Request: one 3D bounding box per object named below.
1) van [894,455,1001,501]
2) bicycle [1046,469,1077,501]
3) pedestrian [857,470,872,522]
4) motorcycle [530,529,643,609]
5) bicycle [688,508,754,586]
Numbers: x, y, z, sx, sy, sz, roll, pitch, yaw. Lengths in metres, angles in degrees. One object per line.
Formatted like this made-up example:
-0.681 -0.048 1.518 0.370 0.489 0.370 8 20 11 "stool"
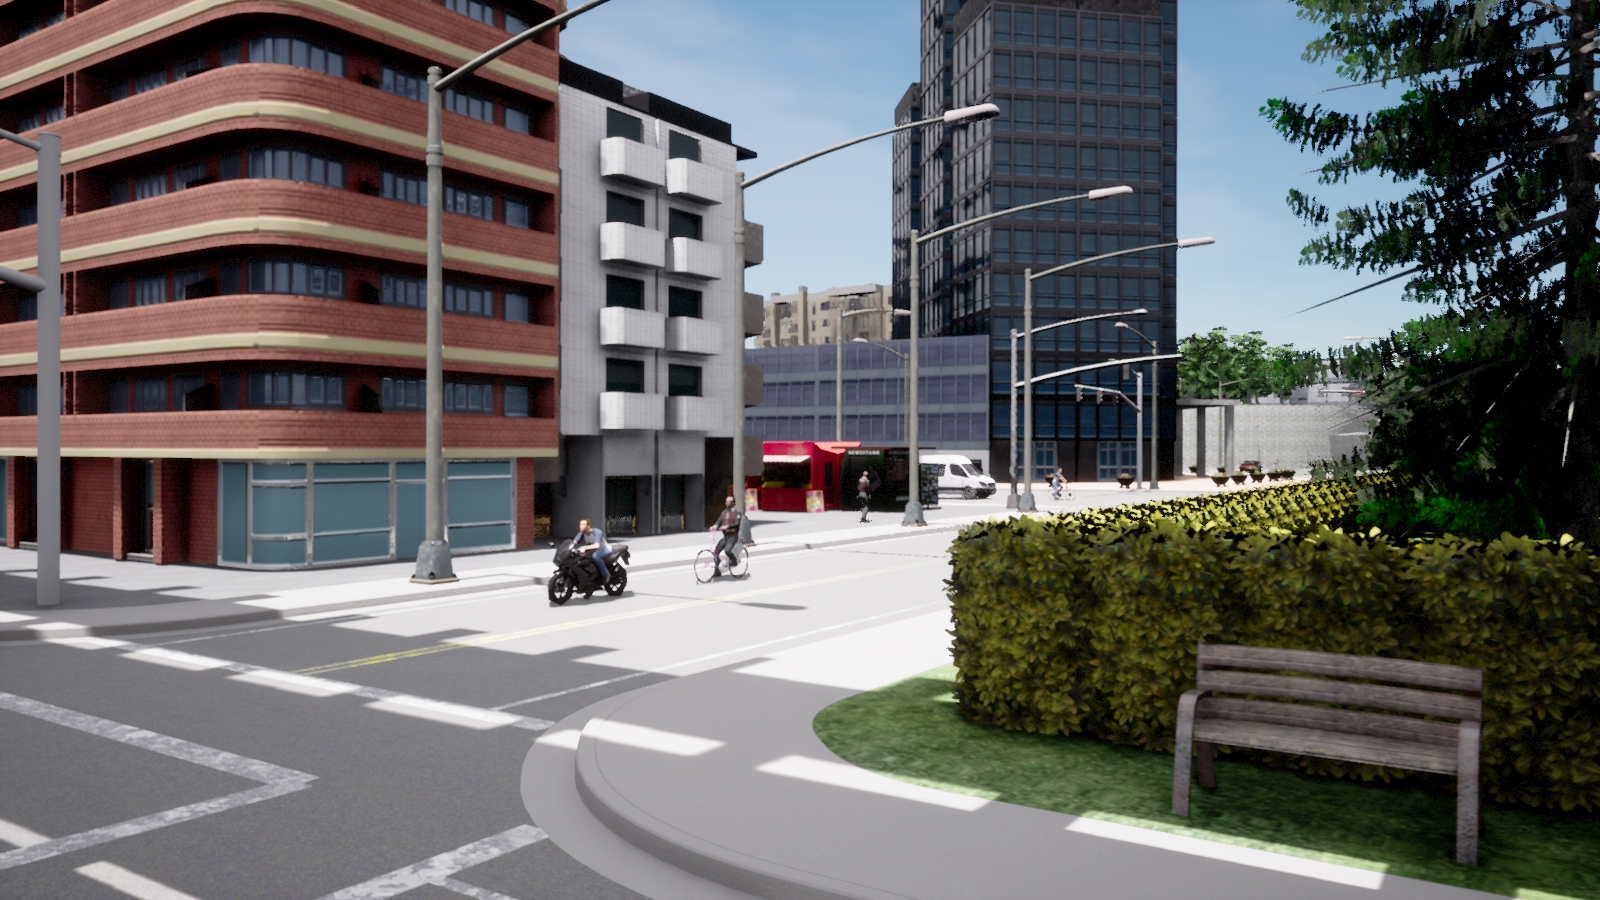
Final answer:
8.548 1.578 66.603 5.915 2.561 1.988 0 0 33 "van"
14.478 1.939 63.202 1.643 1.717 0.373 0 0 33 "bicycle"
2.323 1.671 41.317 0.375 1.860 0.375 0 0 43 "pedestrian"
-3.851 2.129 20.759 0.803 1.224 2.033 0 0 34 "motorcycle"
-1.641 2.003 23.982 0.329 1.496 1.835 0 0 34 "bicycle"
